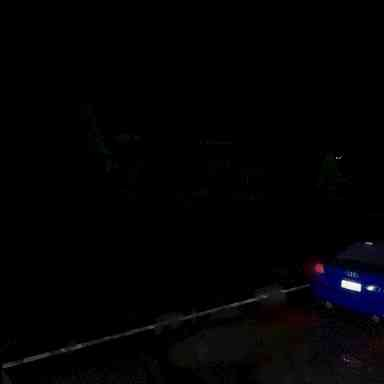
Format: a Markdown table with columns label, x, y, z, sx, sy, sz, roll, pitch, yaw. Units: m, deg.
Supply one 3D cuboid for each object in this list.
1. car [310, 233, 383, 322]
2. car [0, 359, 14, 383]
| label | x | y | z | sx | sy | sz | roll | pitch | yaw |
| --- | --- | --- | --- | --- | --- | --- | --- | --- | --- |
| car | 4.338 | 1.564 | 6.837 | 4.181 | 1.385 | 1.994 | 0 | 0 | -36 |
| car | -3.339 | 1.601 | 1.368 | 4.718 | 1.301 | 1.895 | 0 | 0 | -35 |
